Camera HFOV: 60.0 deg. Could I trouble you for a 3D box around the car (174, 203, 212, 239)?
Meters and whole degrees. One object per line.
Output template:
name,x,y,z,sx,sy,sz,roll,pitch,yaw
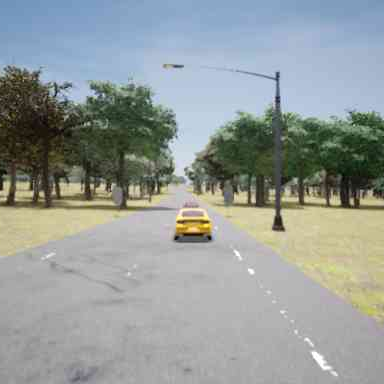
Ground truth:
car,0.046,1.631,18.321,1.882,1.535,5.008,0,0,0
